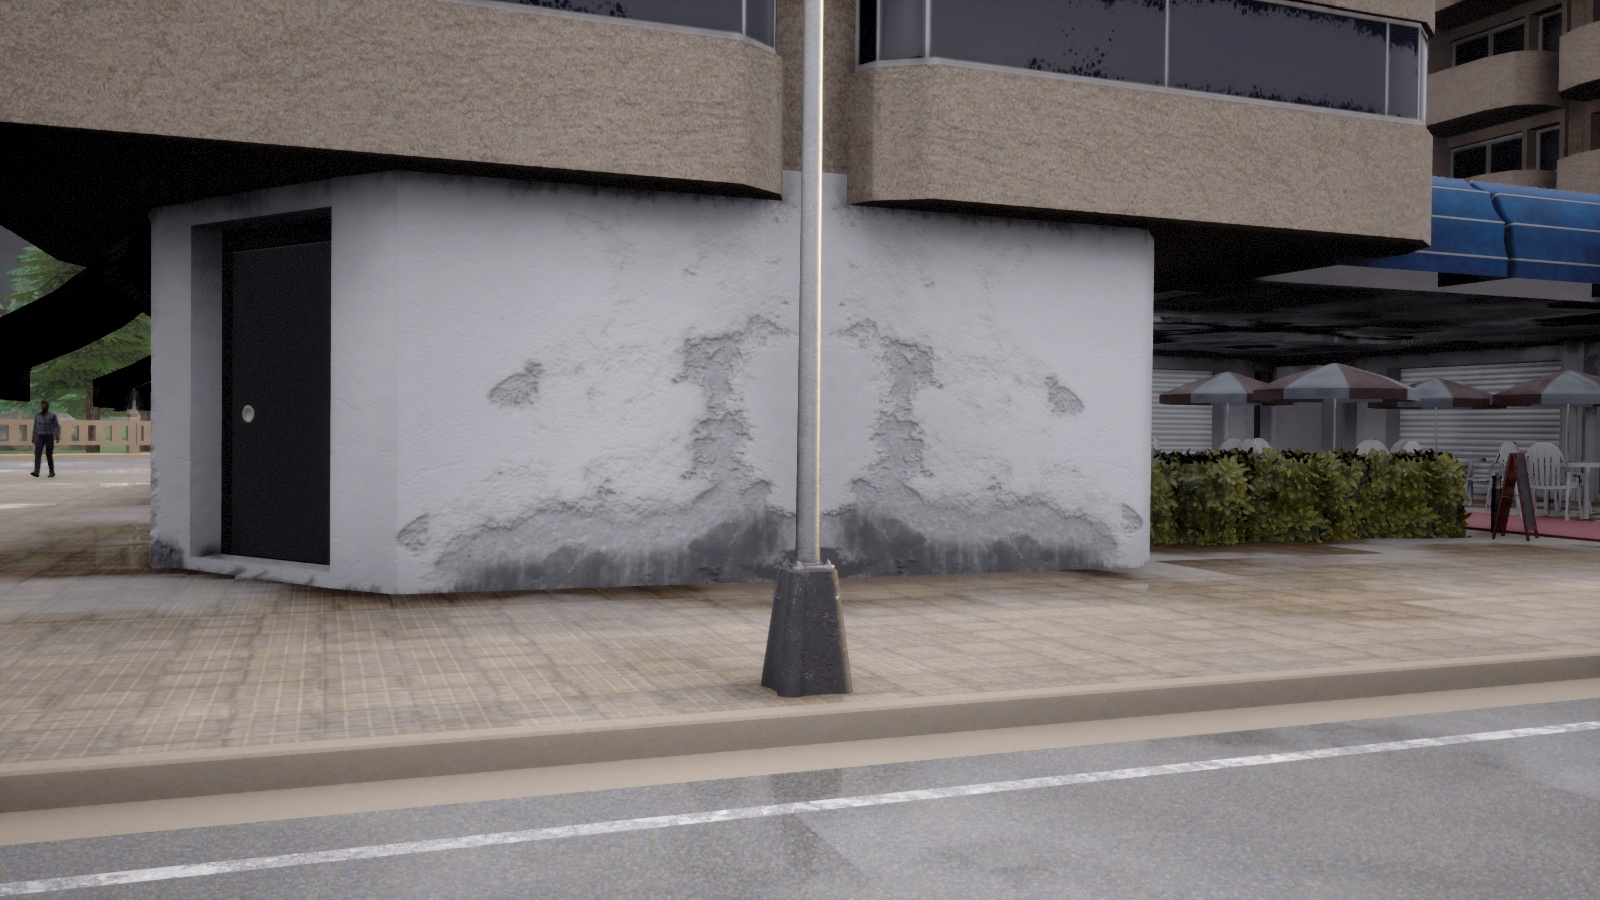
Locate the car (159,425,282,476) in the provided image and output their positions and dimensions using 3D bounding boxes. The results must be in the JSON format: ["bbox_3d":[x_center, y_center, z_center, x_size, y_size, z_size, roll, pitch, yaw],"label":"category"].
[{"bbox_3d":[-22.589,-0.015,49.034,1.905,1.878,3.866,0,1,40],"label":"car"}]

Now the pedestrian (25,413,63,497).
[{"bbox_3d":[-17.679,0.108,29.384,0.423,1.949,0.788,-1,1,-5],"label":"pedestrian"}]
